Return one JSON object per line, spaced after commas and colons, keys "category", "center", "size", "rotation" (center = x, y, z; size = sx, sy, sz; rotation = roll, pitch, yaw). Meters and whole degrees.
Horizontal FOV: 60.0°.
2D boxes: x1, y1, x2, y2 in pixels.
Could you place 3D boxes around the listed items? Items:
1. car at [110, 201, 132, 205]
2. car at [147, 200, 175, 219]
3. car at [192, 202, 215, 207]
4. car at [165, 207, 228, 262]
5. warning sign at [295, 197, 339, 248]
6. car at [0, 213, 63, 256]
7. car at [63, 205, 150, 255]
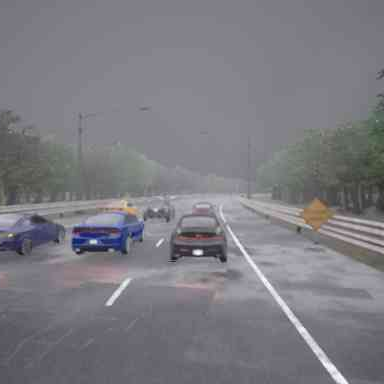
{"category": "car", "center": [-5.998, 1.536, 28.514], "size": [1.882, 1.535, 5.008], "rotation": [0, 0, 4]}
{"category": "car", "center": [-2.584, 1.408, 27.103], "size": [2.097, 1.767, 4.553], "rotation": [0, 0, 4]}
{"category": "car", "center": [0.962, 1.584, 27.710], "size": [1.812, 1.442, 4.674], "rotation": [0, 0, 4]}
{"category": "car", "center": [0.275, 1.533, 12.277], "size": [1.837, 1.490, 4.892], "rotation": [0, 0, 2]}
{"category": "warning sign", "center": [4.781, 1.144, 12.827], "size": [1.300, 1.860, 1.060], "rotation": [0, 0, 2]}
{"category": "car", "center": [-6.697, 1.552, 13.098], "size": [1.812, 1.442, 4.674], "rotation": [0, 0, 2]}
{"category": "car", "center": [-3.176, 1.506, 13.537], "size": [1.882, 1.535, 5.008], "rotation": [0, 0, 2]}
